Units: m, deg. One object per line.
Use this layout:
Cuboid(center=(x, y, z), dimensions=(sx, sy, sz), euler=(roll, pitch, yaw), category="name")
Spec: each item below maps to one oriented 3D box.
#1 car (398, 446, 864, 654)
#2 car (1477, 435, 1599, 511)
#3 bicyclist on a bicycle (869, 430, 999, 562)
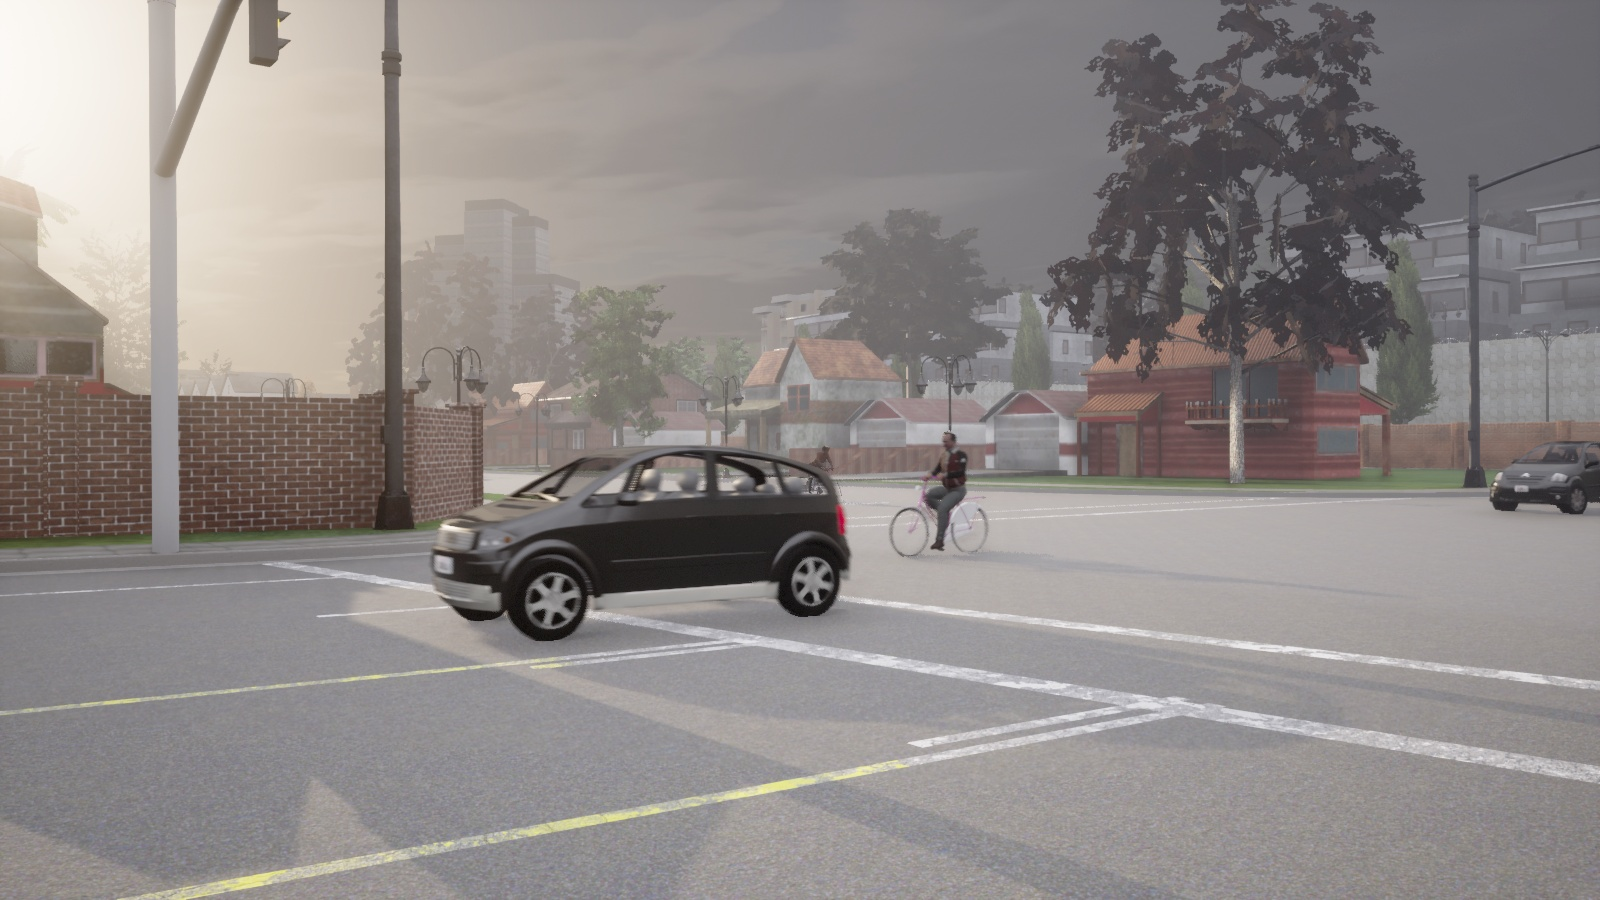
Cuboid(center=(-1.445, 0.747, 11.184), dimensions=(3.705, 1.549, 1.789), euler=(0, 0, -35), category="car")
Cuboid(center=(17.510, 0.482, 28.727), dimensions=(3.988, 1.617, 1.851), euler=(-1, 0, -33), category="car")
Cuboid(center=(1.911, 0.620, 17.784), dimensions=(1.843, 1.776, 0.659), euler=(0, 0, -35), category="bicyclist on a bicycle")
